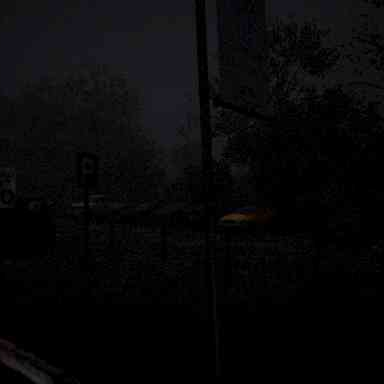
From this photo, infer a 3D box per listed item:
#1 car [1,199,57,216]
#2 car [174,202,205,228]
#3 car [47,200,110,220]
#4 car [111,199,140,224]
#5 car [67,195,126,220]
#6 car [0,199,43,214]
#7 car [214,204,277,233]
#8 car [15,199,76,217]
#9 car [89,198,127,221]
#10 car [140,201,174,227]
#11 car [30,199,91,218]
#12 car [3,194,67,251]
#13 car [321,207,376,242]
[{"bbox_3d":[-16.834,1.527,34.577,2.163,1.488,4.792,0,0,35],"label":"car"},{"bbox_3d":[1.308,1.524,21.774,2.163,1.488,4.792,0,0,35],"label":"car"},{"bbox_3d":[-10.030,1.505,29.776,2.231,1.521,4.892,0,0,35],"label":"car"},{"bbox_3d":[-3.233,1.498,24.967,2.097,1.535,5.008,0,0,35],"label":"car"},{"bbox_3d":[-7.780,1.251,28.152,2.435,2.045,5.566,0,0,35],"label":"car"},{"bbox_3d":[-19.070,1.515,36.235,2.163,1.488,4.792,0,0,35],"label":"car"},{"bbox_3d":[3.447,1.489,19.993,1.946,1.575,5.366,0,0,35],"label":"car"},{"bbox_3d":[-14.449,1.497,33.147,1.946,1.575,5.366,0,0,35],"label":"car"},{"bbox_3d":[-5.497,1.500,26.573,2.097,1.535,5.008,0,0,35],"label":"car"},{"bbox_3d":[-0.968,1.497,23.362,2.231,1.521,4.892,0,0,35],"label":"car"},{"bbox_3d":[-12.295,1.503,31.385,2.097,1.535,5.008,0,0,35],"label":"car"},{"bbox_3d":[-7.849,1.243,12.163,2.435,2.045,5.566,0,0,35],"label":"car"},{"bbox_3d":[8.065,1.518,16.907,2.163,1.488,4.792,0,0,35],"label":"car"}]
